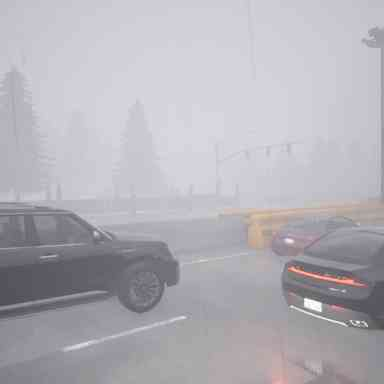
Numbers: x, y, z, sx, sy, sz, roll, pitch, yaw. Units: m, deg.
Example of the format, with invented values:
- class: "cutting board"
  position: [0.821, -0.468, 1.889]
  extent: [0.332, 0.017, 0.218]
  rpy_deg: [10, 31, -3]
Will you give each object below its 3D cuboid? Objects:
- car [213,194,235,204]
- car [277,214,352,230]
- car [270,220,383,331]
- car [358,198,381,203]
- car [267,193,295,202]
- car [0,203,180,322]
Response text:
- class: "car"
  position: [4.735, 1.022, 50.116]
  extent: [2.128, 1.511, 4.902]
  rpy_deg: [-1, 1, -35]
- class: "car"
  position: [4.619, 1.440, 11.331]
  extent: [4.181, 1.385, 1.994]
  rpy_deg: [-1, 1, -35]
- class: "car"
  position: [3.808, 1.434, 6.464]
  extent: [4.892, 1.490, 1.837]
  rpy_deg: [-1, 1, -35]
- class: "car"
  position: [14.839, 1.170, 27.397]
  extent: [4.181, 1.385, 1.994]
  rpy_deg: [-1, 1, -35]
- class: "car"
  position: [14.548, 0.860, 54.626]
  extent: [2.128, 1.511, 4.902]
  rpy_deg: [-1, 1, -35]
- class: "car"
  position: [-2.912, 1.217, 5.968]
  extent: [5.566, 2.045, 2.150]
  rpy_deg: [0, 0, -36]
